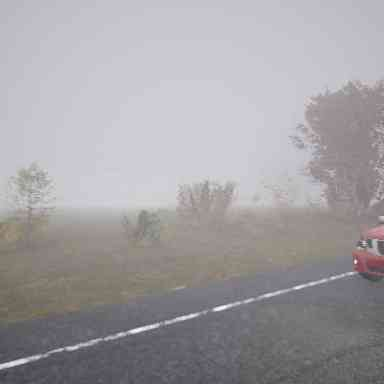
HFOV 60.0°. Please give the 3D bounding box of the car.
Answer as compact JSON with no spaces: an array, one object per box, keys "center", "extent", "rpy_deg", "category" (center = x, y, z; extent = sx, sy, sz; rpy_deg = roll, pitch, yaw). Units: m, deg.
[{"center":[6.480,1.211,8.616],"extent":[5.566,2.045,2.150],"rpy_deg":[0,0,-36],"category":"car"}]
